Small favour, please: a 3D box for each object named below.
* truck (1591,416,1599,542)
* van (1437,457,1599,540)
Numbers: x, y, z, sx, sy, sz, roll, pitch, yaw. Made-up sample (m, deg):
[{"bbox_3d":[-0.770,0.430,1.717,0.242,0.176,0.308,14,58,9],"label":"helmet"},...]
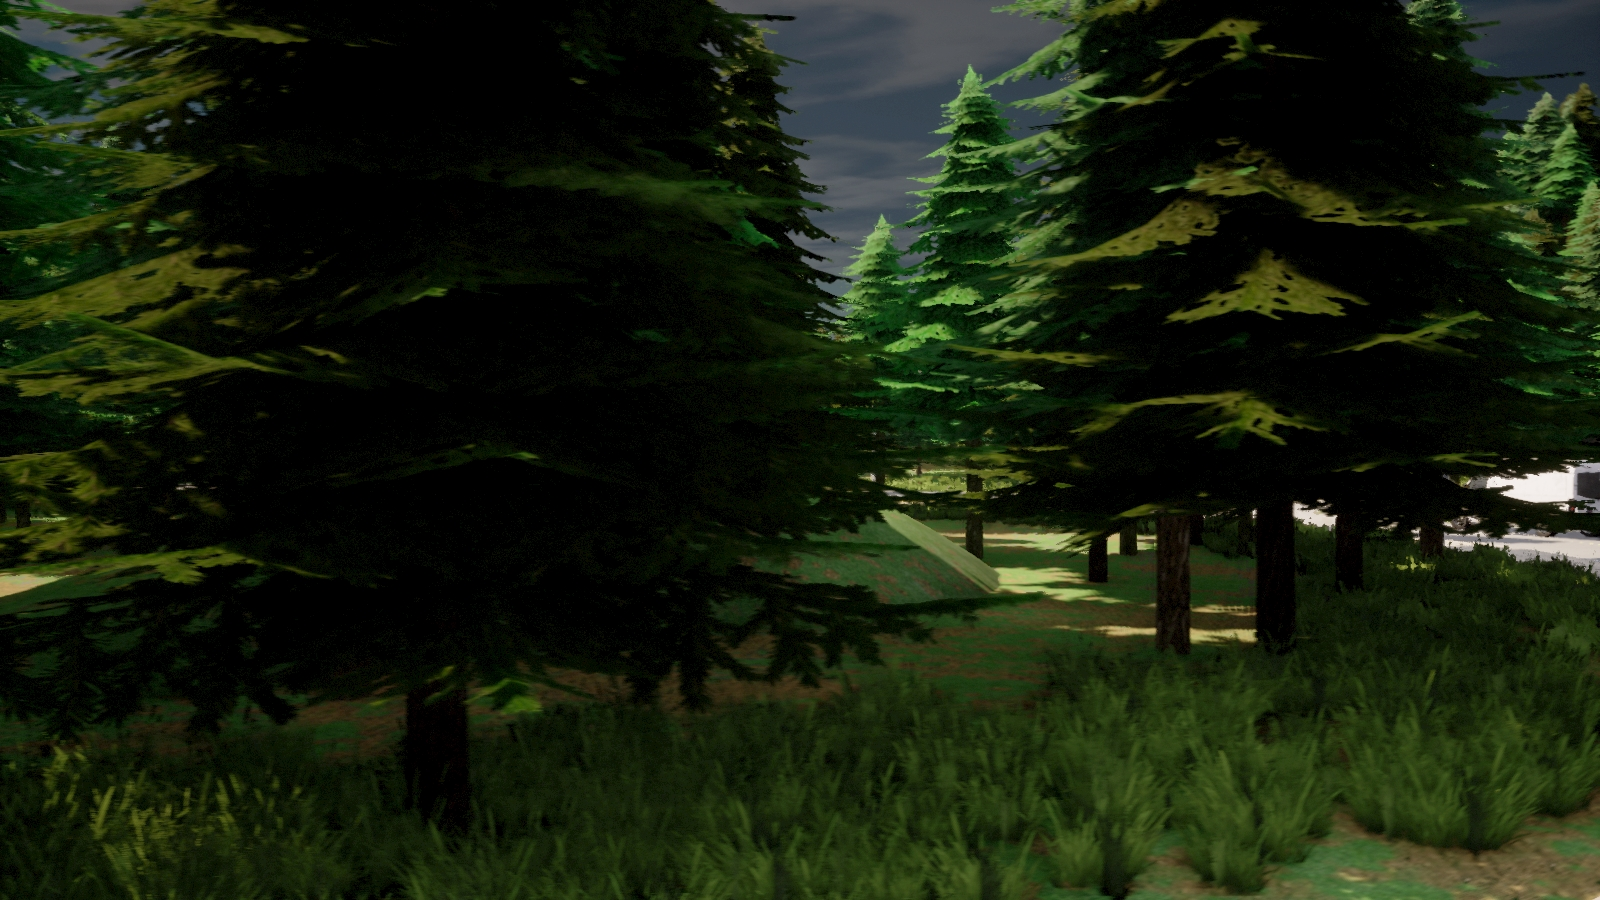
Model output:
[{"bbox_3d":[25.188,0.874,30.802,2.891,3.827,8.468,0,0,8],"label":"truck"},{"bbox_3d":[24.579,1.523,38.691,1.988,2.561,5.915,0,0,-10],"label":"van"}]
